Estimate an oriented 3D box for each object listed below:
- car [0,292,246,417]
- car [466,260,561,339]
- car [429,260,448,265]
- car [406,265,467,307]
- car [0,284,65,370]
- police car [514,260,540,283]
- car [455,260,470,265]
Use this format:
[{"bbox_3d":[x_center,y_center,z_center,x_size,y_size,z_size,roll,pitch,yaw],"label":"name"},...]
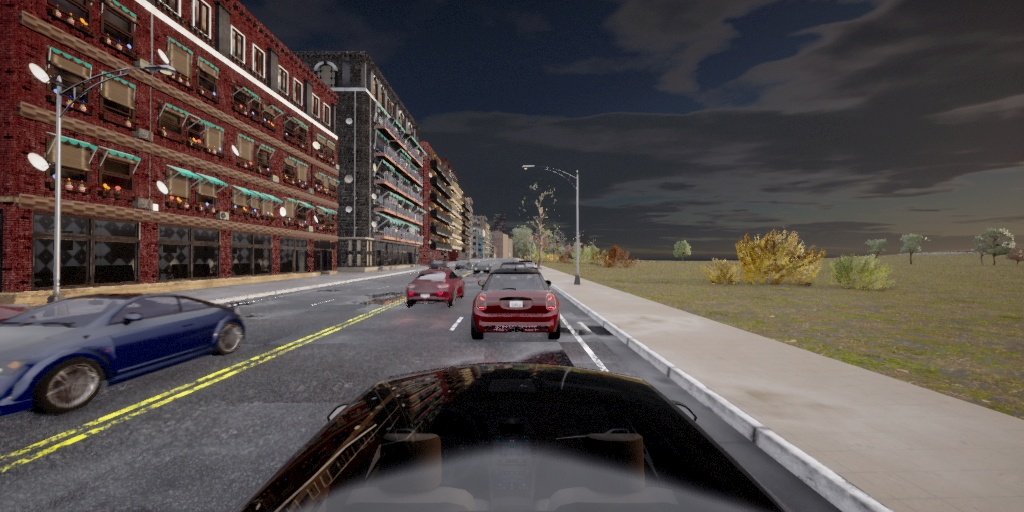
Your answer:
[{"bbox_3d":[-6.605,1.315,5.835,1.994,1.385,4.181,0,0,0],"label":"car"},{"bbox_3d":[0.083,1.104,10.185,2.097,1.767,4.553,0,0,0],"label":"car"},{"bbox_3d":[-9.898,1.301,48.375,2.033,1.411,5.357,0,0,0],"label":"car"},{"bbox_3d":[-3.168,1.278,15.371,1.812,1.442,4.674,0,0,0],"label":"car"},{"bbox_3d":[-9.854,1.276,4.847,1.812,1.442,4.674,0,0,0],"label":"car"},{"bbox_3d":[1.108,1.179,29.453,1.930,1.638,5.238,0,0,0],"label":"police car"},{"bbox_3d":[-6.647,1.258,49.064,1.837,1.490,4.892,0,0,0],"label":"car"}]
